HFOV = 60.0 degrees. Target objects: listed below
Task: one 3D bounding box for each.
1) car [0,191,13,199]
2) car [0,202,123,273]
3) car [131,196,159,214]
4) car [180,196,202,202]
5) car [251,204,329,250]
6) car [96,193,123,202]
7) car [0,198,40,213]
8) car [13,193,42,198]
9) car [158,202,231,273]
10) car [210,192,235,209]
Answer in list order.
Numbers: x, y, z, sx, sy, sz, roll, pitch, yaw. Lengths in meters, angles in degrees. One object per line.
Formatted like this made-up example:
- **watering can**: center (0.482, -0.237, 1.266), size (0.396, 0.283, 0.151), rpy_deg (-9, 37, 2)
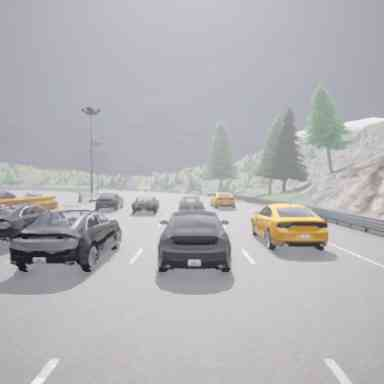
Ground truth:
- **car**: center (-22.535, 0.623, 39.076), size (1.882, 1.535, 5.008), rpy_deg (0, 1, -8)
- **car**: center (-3.430, 1.272, 9.927), size (2.128, 1.511, 4.902), rpy_deg (0, 1, 0)
- **car**: center (-3.716, 1.004, 27.226), size (1.895, 1.301, 4.718), rpy_deg (0, 1, -2)
- **car**: center (-0.092, 1.022, 23.975), size (2.033, 1.411, 5.357), rpy_deg (0, 1, -2)
- **car**: center (3.576, 1.191, 12.971), size (1.882, 1.535, 5.008), rpy_deg (0, 1, 0)
- **car**: center (-7.385, 0.850, 29.988), size (1.837, 1.490, 4.892), rpy_deg (0, 2, -4)
- **car**: center (-6.917, 1.196, 13.423), size (2.128, 1.511, 4.902), rpy_deg (0, 1, 0)
- **car**: center (-19.038, 0.738, 39.418), size (1.895, 1.301, 4.718), rpy_deg (0, 1, -8)
- **car**: center (0.070, 1.286, 9.927), size (1.837, 1.490, 4.892), rpy_deg (0, 2, 0)
- **car**: center (2.954, 0.763, 32.637), size (1.882, 1.535, 5.008), rpy_deg (0, 1, -4)
